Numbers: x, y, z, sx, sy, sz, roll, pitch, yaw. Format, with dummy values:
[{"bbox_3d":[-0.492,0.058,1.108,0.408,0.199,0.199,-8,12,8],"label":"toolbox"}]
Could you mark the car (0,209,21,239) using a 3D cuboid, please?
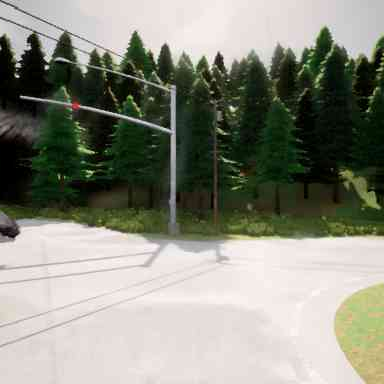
[{"bbox_3d":[-10.299,1.547,16.710,2.033,1.411,5.357,0,0,-42],"label":"car"}]
